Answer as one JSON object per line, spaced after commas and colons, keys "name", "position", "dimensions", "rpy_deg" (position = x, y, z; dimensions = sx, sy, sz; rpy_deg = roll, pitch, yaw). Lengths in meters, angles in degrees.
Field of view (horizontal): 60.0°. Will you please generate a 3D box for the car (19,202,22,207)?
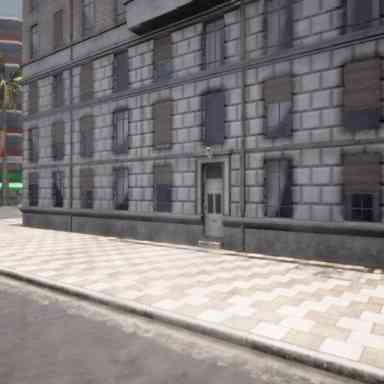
{"name": "car", "position": [-19.826, 1.478, 43.283], "dimensions": [1.882, 1.535, 5.008], "rpy_deg": [0, 0, 36]}
